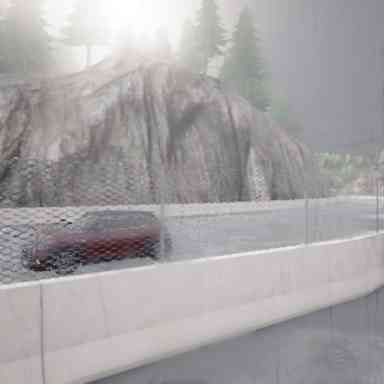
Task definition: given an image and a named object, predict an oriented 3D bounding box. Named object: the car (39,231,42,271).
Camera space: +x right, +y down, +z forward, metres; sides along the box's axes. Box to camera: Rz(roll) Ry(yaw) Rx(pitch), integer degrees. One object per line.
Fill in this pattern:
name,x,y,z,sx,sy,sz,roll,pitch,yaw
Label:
car,-2.901,1.384,10.675,4.553,1.767,2.097,0,0,-37
